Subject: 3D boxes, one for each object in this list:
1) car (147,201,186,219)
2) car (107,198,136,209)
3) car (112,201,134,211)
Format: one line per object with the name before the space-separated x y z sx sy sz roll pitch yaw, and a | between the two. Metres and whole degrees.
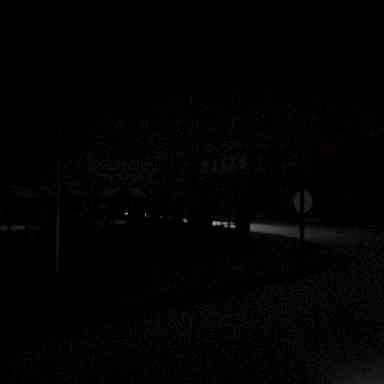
car | -2.468 1.580 30.436 2.128 1.511 4.902 0 0 -35
car | -10.374 1.660 48.763 2.033 1.411 5.357 0 0 -37
car | -8.266 1.652 38.585 1.994 1.385 4.181 0 0 -35
